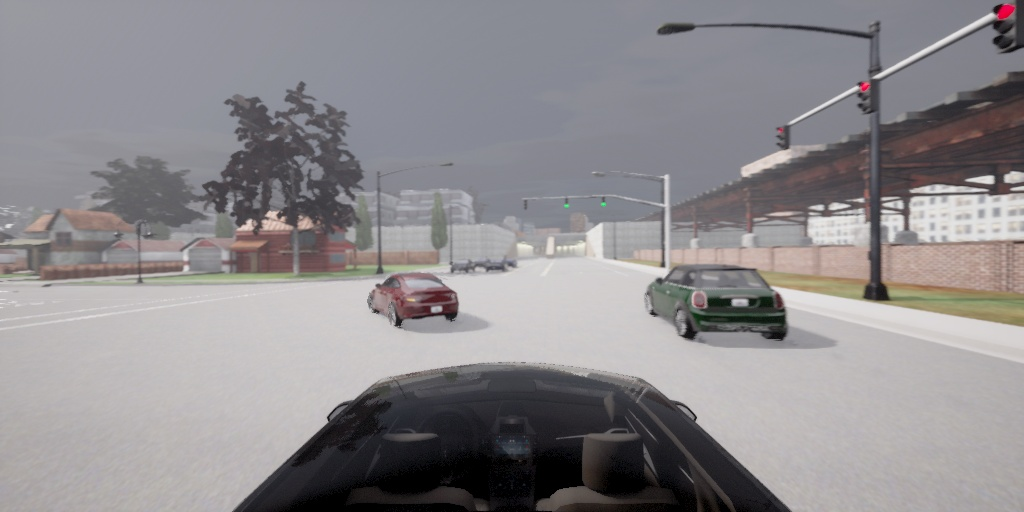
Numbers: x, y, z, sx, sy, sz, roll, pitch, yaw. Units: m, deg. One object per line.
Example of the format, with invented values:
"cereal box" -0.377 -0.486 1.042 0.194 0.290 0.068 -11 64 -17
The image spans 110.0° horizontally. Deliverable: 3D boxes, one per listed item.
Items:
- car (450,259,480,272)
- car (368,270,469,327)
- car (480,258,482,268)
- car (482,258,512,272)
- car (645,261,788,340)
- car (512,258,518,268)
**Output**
"car" -5.193 1.028 38.668 1.812 1.442 4.674 -1 1 8
"car" -3.249 1.255 11.508 1.812 1.442 4.674 -1 0 -33
"car" -3.892 0.935 48.169 2.033 1.411 5.357 -1 1 9
"car" -1.577 1.006 39.263 1.994 1.385 4.181 -1 1 8
"car" 5.105 0.979 9.681 2.097 1.767 4.553 -1 1 8
"car" -0.403 0.939 47.940 1.895 1.301 4.718 -1 1 8
